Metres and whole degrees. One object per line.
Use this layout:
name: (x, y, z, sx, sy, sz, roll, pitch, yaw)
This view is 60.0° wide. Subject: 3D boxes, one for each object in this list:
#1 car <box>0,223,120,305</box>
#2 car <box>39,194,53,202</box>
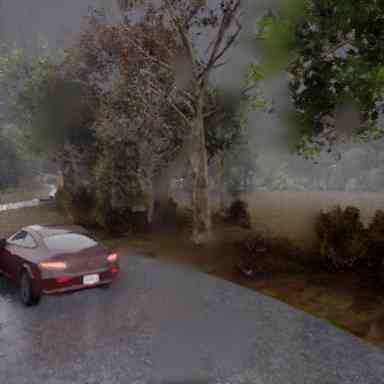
car: (-3.436, 1.487, 8.047, 1.812, 1.442, 4.674, -1, 1, -41)
car: (-27.142, 1.130, 62.225, 1.994, 1.385, 4.181, -2, 2, -11)
